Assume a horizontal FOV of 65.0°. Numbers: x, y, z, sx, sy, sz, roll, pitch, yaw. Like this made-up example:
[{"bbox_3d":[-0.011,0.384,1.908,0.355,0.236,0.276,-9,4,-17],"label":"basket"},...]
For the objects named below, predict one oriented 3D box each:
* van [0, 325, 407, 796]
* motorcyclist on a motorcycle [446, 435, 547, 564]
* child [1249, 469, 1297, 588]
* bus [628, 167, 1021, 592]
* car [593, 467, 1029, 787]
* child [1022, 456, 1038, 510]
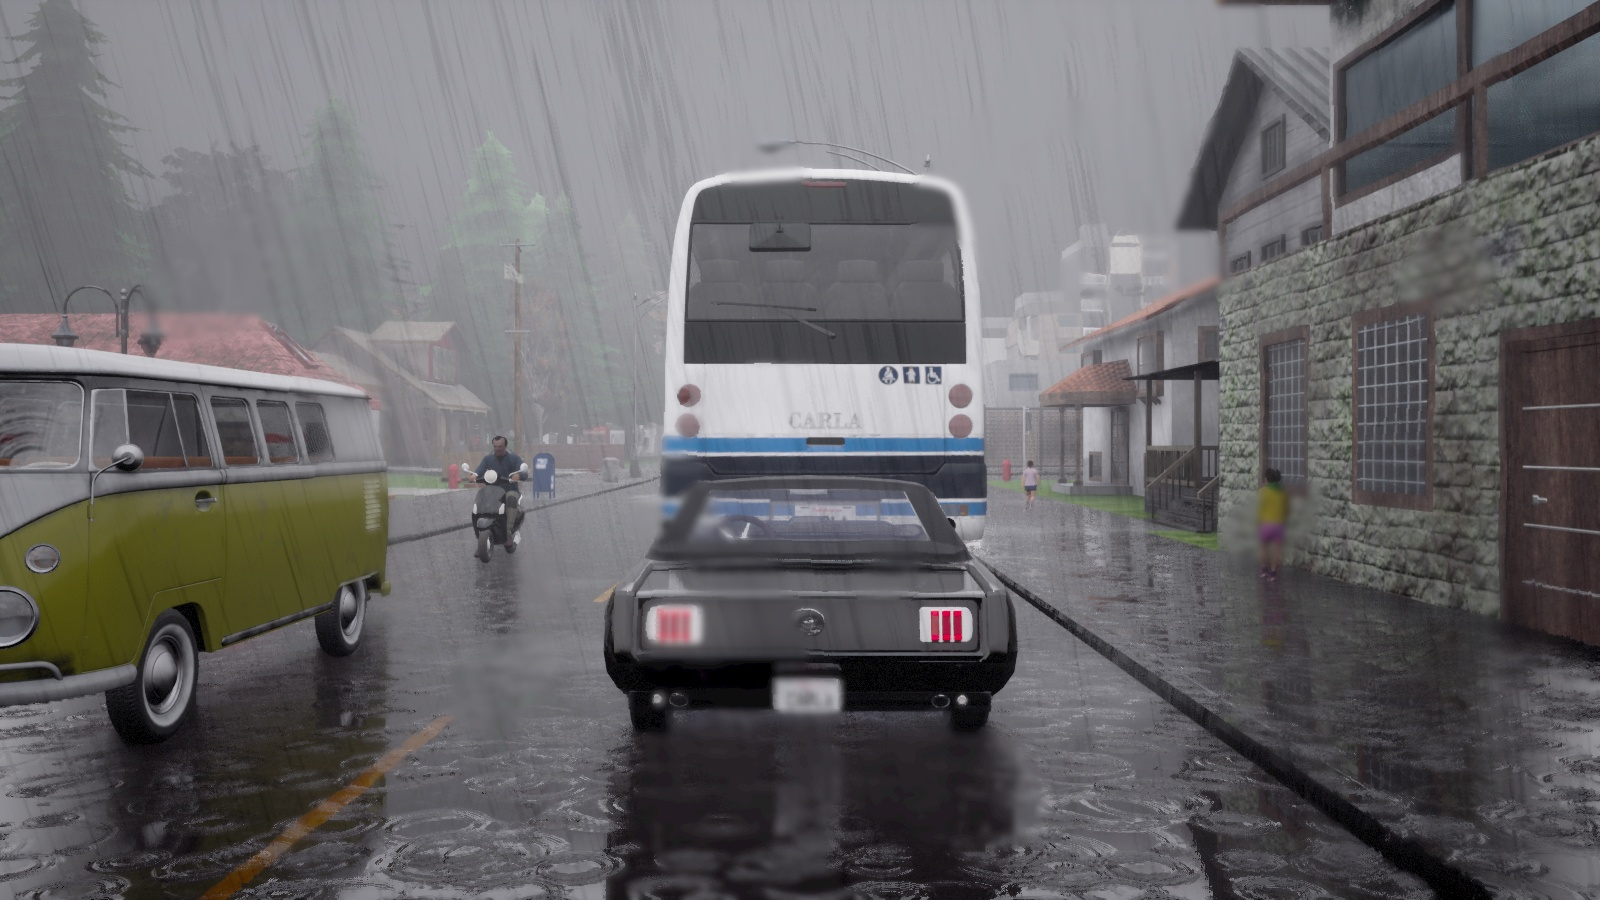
[{"bbox_3d":[-3.948,0.454,7.526,1.775,1.987,4.442,0,0,0],"label":"van"},{"bbox_3d":[-3.907,0.605,16.322,0.866,1.590,1.817,0,0,0],"label":"motorcyclist on a motorcycle"},{"bbox_3d":[4.706,0.769,12.509,0.299,1.160,0.473,0,0,1],"label":"child"},{"bbox_3d":[0.139,-0.730,17.748,3.944,4.253,10.273,0,0,-1],"label":"bus"},{"bbox_3d":[0.053,0.803,7.818,1.895,1.301,4.718,0,0,0],"label":"car"},{"bbox_3d":[4.814,0.692,26.259,0.255,1.110,0.394,0,0,21],"label":"child"}]
